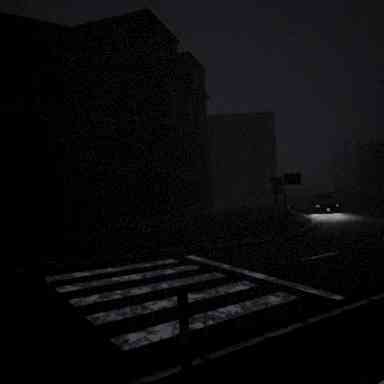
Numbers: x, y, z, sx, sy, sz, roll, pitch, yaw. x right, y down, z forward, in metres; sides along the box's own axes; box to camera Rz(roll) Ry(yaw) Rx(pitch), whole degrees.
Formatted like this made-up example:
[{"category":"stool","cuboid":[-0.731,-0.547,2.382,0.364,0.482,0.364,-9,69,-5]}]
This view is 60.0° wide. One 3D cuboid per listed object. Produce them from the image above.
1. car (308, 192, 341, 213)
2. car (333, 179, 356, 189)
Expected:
[{"category":"car","cuboid":[10.515,0.757,26.793,2.033,1.411,5.357,-3,2,13]},{"category":"car","cuboid":[25.518,-1.385,55.903,1.882,1.535,5.008,-4,2,-1]}]
